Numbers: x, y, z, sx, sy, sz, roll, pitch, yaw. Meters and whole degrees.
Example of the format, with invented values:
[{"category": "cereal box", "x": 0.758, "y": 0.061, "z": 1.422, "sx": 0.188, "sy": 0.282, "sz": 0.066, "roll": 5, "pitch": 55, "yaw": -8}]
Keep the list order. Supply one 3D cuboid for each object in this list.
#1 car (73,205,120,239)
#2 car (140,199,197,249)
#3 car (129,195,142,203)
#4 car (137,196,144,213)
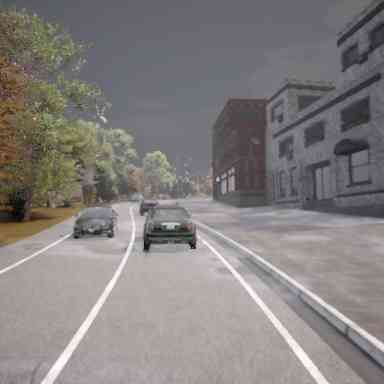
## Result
[{"category": "car", "x": -4.836, "y": 1.472, "z": 17.243, "sx": 1.837, "sy": 1.490, "sz": 4.892, "roll": 1, "pitch": 0, "yaw": -8}, {"category": "car", "x": -1.059, "y": 1.357, "z": 14.784, "sx": 2.097, "sy": 1.767, "sz": 4.553, "roll": 0, "pitch": 0, "yaw": -7}, {"category": "car", "x": -9.935, "y": 1.242, "z": 59.724, "sx": 1.837, "sy": 1.490, "sz": 4.892, "roll": -1, "pitch": 0, "yaw": 5}, {"category": "car", "x": -4.237, "y": 1.435, "z": 33.102, "sx": 1.837, "sy": 1.490, "sz": 4.892, "roll": 1, "pitch": 0, "yaw": -11}]
